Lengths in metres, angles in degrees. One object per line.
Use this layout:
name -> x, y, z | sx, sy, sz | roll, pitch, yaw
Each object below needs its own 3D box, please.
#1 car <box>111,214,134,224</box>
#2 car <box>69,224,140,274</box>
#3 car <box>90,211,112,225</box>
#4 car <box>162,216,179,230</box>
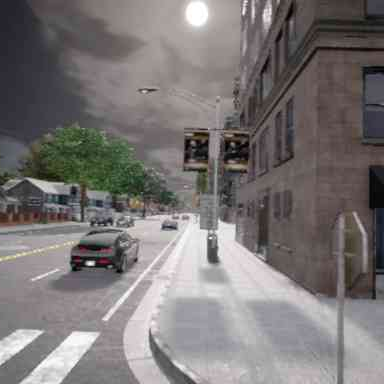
car -> -9.424, 4.176, 47.134 | 2.128, 1.511, 4.902 | 2, -4, 1
car -> -3.330, 2.263, 13.421 | 1.837, 1.490, 4.892 | 2, -4, 1
car -> -12.663, 3.799, 47.167 | 2.150, 2.045, 5.566 | 2, -4, 1
car -> -2.957, 4.318, 44.819 | 1.994, 1.385, 4.181 | 2, -4, 1
